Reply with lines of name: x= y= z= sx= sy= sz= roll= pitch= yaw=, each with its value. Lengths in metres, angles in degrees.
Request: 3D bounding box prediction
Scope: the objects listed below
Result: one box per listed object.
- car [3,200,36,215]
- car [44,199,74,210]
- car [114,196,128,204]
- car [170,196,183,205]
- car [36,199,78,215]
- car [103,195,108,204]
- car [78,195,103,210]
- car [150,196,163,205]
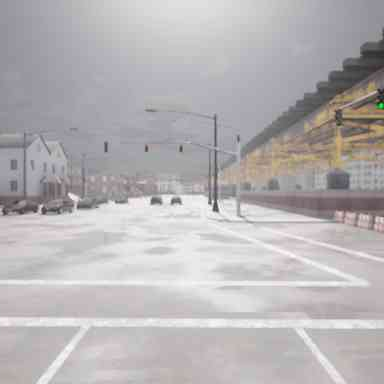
car: x=-17.445 y=1.535 z=34.184 sx=1.812 sy=1.442 sz=4.674 roll=0 pitch=0 yaw=1
car: x=-17.223 y=1.612 z=43.411 sx=1.895 sy=1.301 sz=4.718 roll=0 pitch=0 yaw=1
car: x=-13.230 y=1.541 z=62.204 sx=1.812 sy=1.442 sz=4.674 roll=0 pitch=0 yaw=2
car: x=-2.760 y=1.520 z=59.115 sx=1.837 sy=1.490 sz=4.892 roll=0 pitch=0 yaw=1
car: x=-13.930 y=1.514 z=34.687 sx=1.837 sy=1.490 sz=4.892 roll=0 pitch=0 yaw=1
car: x=-16.779 y=1.366 z=60.409 sx=2.097 sy=1.767 sz=4.553 roll=0 pitch=0 yaw=2
car: x=-13.709 y=1.513 z=43.934 sx=1.837 sy=1.490 sz=4.892 roll=0 pitch=1 yaw=1
car: x=-6.259 y=1.493 z=59.196 sx=1.882 sy=1.535 sz=5.008 roll=0 pitch=0 yaw=1
